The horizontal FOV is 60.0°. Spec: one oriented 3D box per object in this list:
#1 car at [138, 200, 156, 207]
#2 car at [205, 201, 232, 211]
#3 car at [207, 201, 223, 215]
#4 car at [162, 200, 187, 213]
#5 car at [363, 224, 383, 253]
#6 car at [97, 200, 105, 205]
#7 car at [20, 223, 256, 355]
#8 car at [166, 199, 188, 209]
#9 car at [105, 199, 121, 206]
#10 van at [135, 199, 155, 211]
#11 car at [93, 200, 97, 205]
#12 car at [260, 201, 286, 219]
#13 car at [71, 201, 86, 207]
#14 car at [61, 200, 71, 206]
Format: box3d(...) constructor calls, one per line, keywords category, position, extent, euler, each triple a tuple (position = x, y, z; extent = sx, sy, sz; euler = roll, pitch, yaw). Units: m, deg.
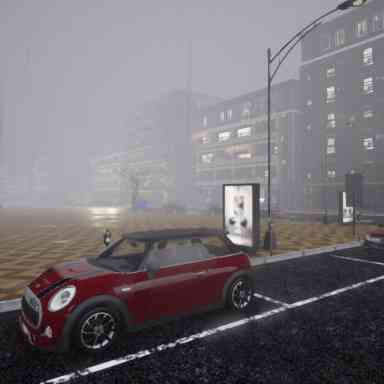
box3d(category="car", position=(-9.264, 2.424, 68.768), extent=(1.802, 1.307, 4.206), euler=(-2, 0, -36))
box3d(category="car", position=(4.016, 2.097, 50.884), extent=(1.802, 1.307, 4.206), euler=(-2, 0, -36))
box3d(category="car", position=(3.712, 1.969, 36.821), extent=(2.008, 1.369, 4.403), euler=(-2, 0, -36))
box3d(category="car", position=(-2.440, 2.115, 45.244), extent=(1.887, 1.381, 4.507), euler=(-2, 0, -36))
box3d(category="car", position=(8.130, 1.581, 12.501), extent=(4.206, 1.307, 1.802), euler=(0, 0, -36))
box3d(category="car", position=(-22.482, 2.736, 86.700), extent=(1.947, 1.339, 4.313), euler=(-2, 0, -36))
box3d(category="car", position=(-0.818, 1.440, 6.006), extent=(4.097, 1.590, 1.967), euler=(0, 0, -36))
box3d(category="car", position=(-2.655, 2.119, 59.805), extent=(1.967, 1.590, 4.097), euler=(-2, 0, -36))
box3d(category="car", position=(-19.181, 2.528, 82.217), extent=(1.967, 1.590, 4.097), euler=(-2, 0, -36))
box3d(category="van", position=(-7.419, 2.035, 52.087), extent=(1.690, 1.788, 3.998), euler=(-2, 0, -36))
box3d(category="car", position=(-25.787, 2.798, 91.183), extent=(1.887, 1.381, 4.507), euler=(-2, 0, -36))
box3d(category="car", position=(7.016, 1.887, 32.338), extent=(2.008, 1.369, 4.403), euler=(-2, 0, -36))
box3d(category="car", position=(-25.924, 2.703, 77.246), extent=(2.008, 1.369, 4.403), euler=(-2, 0, -36))
box3d(category="car", position=(-32.532, 2.862, 86.211), extent=(1.887, 1.381, 4.507), euler=(-2, 0, -36))
